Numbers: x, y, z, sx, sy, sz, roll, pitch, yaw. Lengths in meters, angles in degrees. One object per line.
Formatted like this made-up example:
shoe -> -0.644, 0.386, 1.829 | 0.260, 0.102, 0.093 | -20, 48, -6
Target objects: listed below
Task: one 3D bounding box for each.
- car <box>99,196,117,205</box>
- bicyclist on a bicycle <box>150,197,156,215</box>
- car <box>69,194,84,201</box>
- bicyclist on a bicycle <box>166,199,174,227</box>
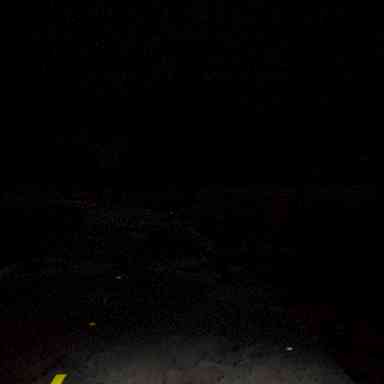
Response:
car -> -13.363, 1.294, 52.787 | 2.033, 1.411, 5.357 | -1, 1, -27
bicyclist on a bicycle -> -3.491, 1.289, 29.774 | 0.582, 1.620, 1.656 | -1, 0, -15
car -> -24.080, 1.195, 69.559 | 1.812, 1.442, 4.674 | -1, 1, -39
bicyclist on a bicycle -> -1.325, 1.289, 20.494 | 0.582, 1.620, 1.656 | -1, 0, -10
